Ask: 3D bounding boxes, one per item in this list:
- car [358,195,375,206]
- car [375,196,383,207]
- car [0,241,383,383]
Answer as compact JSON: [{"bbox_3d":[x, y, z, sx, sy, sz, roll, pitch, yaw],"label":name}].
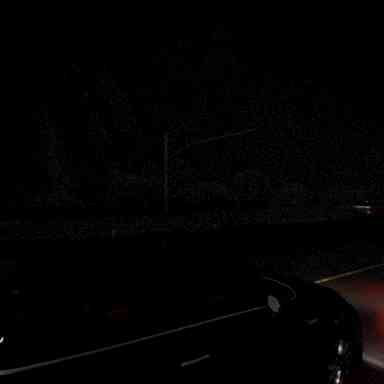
[{"bbox_3d":[26.460,1.288,49.194,4.892,1.490,1.837,0,0,-36],"label":"car"},{"bbox_3d":[27.711,1.265,45.778,5.008,1.535,1.882,0,0,-36],"label":"car"},{"bbox_3d":[-0.107,1.351,3.668,4.553,1.767,2.097,0,0,-36],"label":"car"}]
